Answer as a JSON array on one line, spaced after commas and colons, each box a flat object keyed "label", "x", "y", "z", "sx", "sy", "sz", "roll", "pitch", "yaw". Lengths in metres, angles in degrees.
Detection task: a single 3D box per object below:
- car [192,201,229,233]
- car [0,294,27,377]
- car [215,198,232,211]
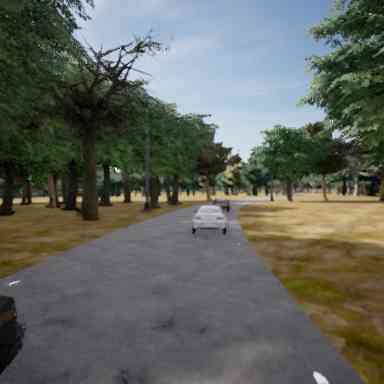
[{"label": "car", "x": 1.030, "y": 1.469, "z": 19.017, "sx": 1.812, "sy": 1.442, "sz": 4.674, "roll": 0, "pitch": 0, "yaw": 5}, {"label": "car", "x": -2.919, "y": 1.537, "z": 1.633, "sx": 2.033, "sy": 1.411, "sz": 5.357, "roll": 0, "pitch": 0, "yaw": 1}, {"label": "car", "x": 3.394, "y": 1.367, "z": 37.597, "sx": 2.128, "sy": 1.511, "sz": 4.902, "roll": 0, "pitch": 0, "yaw": 9}]
